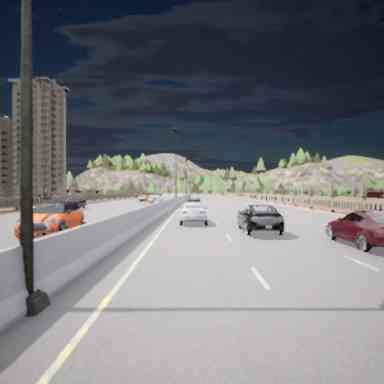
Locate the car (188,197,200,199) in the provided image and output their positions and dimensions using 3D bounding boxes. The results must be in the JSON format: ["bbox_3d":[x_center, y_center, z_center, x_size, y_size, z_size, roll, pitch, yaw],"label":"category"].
[{"bbox_3d":[0.253,1.327,41.361,2.128,1.511,4.902,0,0,1],"label":"car"}]

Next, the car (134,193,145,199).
[{"bbox_3d":[-12.729,0.970,81.490,1.837,1.490,4.892,0,0,2],"label":"car"}]

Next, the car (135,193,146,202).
[{"bbox_3d":[-9.672,1.215,66.312,1.882,1.535,5.008,0,0,2],"label":"car"}]

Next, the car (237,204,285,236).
[{"bbox_3d":[3.605,1.419,18.033,2.128,1.511,4.902,0,0,0],"label":"car"}]

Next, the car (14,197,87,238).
[{"bbox_3d":[-7.093,1.284,17.032,2.097,1.767,4.553,0,0,0],"label":"car"}]

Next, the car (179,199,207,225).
[{"bbox_3d":[0.106,1.433,23.297,1.812,1.442,4.674,0,0,0],"label":"car"}]

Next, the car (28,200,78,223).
[{"bbox_3d":[-10.582,1.403,25.766,1.837,1.490,4.892,0,0,0],"label":"car"}]

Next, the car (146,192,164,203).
[{"bbox_3d":[-6.383,0.984,59.936,2.150,2.045,5.566,0,0,2],"label":"car"}]

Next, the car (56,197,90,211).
[{"bbox_3d":[-13.973,1.336,39.376,2.128,1.511,4.902,0,0,1],"label":"car"}]

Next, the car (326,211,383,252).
[{"bbox_3d":[7.103,1.472,13.426,1.812,1.442,4.674,0,0,0],"label":"car"}]
